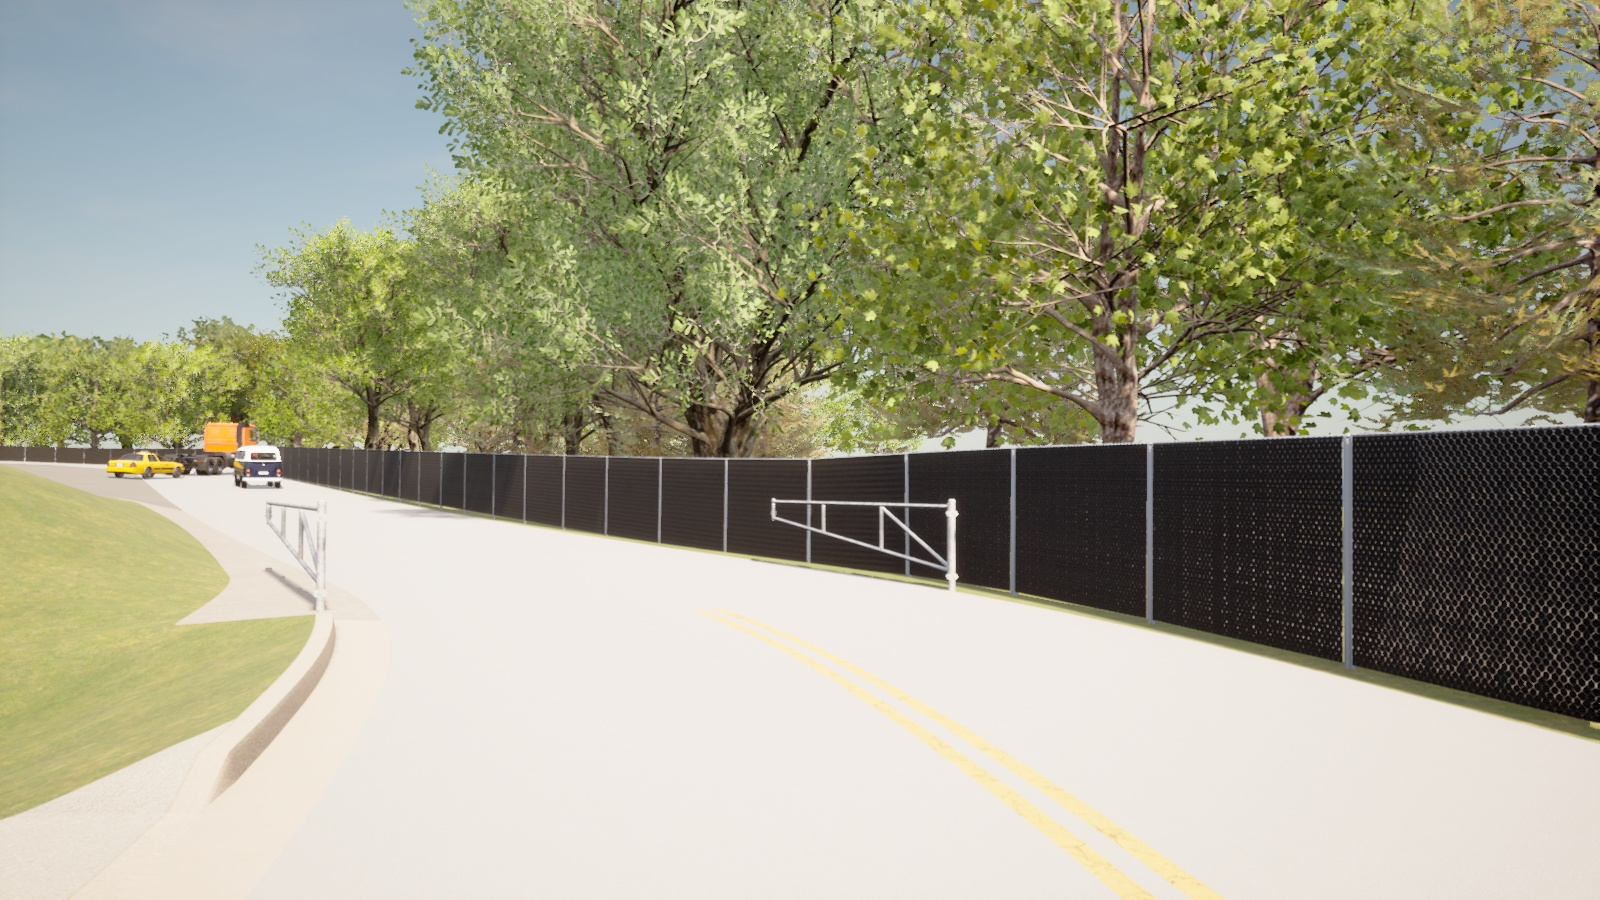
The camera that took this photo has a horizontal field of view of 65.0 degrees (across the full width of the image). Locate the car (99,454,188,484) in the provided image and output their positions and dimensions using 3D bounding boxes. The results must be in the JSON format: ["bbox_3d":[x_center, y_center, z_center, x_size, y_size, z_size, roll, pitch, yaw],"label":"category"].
[{"bbox_3d":[-36.744,1.076,70.460,1.801,1.575,5.366,1,0,4],"label":"car"}]

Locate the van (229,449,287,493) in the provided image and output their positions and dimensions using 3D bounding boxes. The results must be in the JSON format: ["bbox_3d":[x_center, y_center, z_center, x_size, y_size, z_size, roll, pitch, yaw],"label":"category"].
[{"bbox_3d":[-26.577,1.005,61.501,2.069,2.038,4.480,1,0,-30],"label":"van"}]

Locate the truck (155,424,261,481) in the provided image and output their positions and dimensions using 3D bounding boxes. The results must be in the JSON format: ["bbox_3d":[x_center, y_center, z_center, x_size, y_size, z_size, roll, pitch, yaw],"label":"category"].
[{"bbox_3d":[-38.016,0.148,80.975,2.891,3.462,7.936,1,0,2],"label":"truck"}]
